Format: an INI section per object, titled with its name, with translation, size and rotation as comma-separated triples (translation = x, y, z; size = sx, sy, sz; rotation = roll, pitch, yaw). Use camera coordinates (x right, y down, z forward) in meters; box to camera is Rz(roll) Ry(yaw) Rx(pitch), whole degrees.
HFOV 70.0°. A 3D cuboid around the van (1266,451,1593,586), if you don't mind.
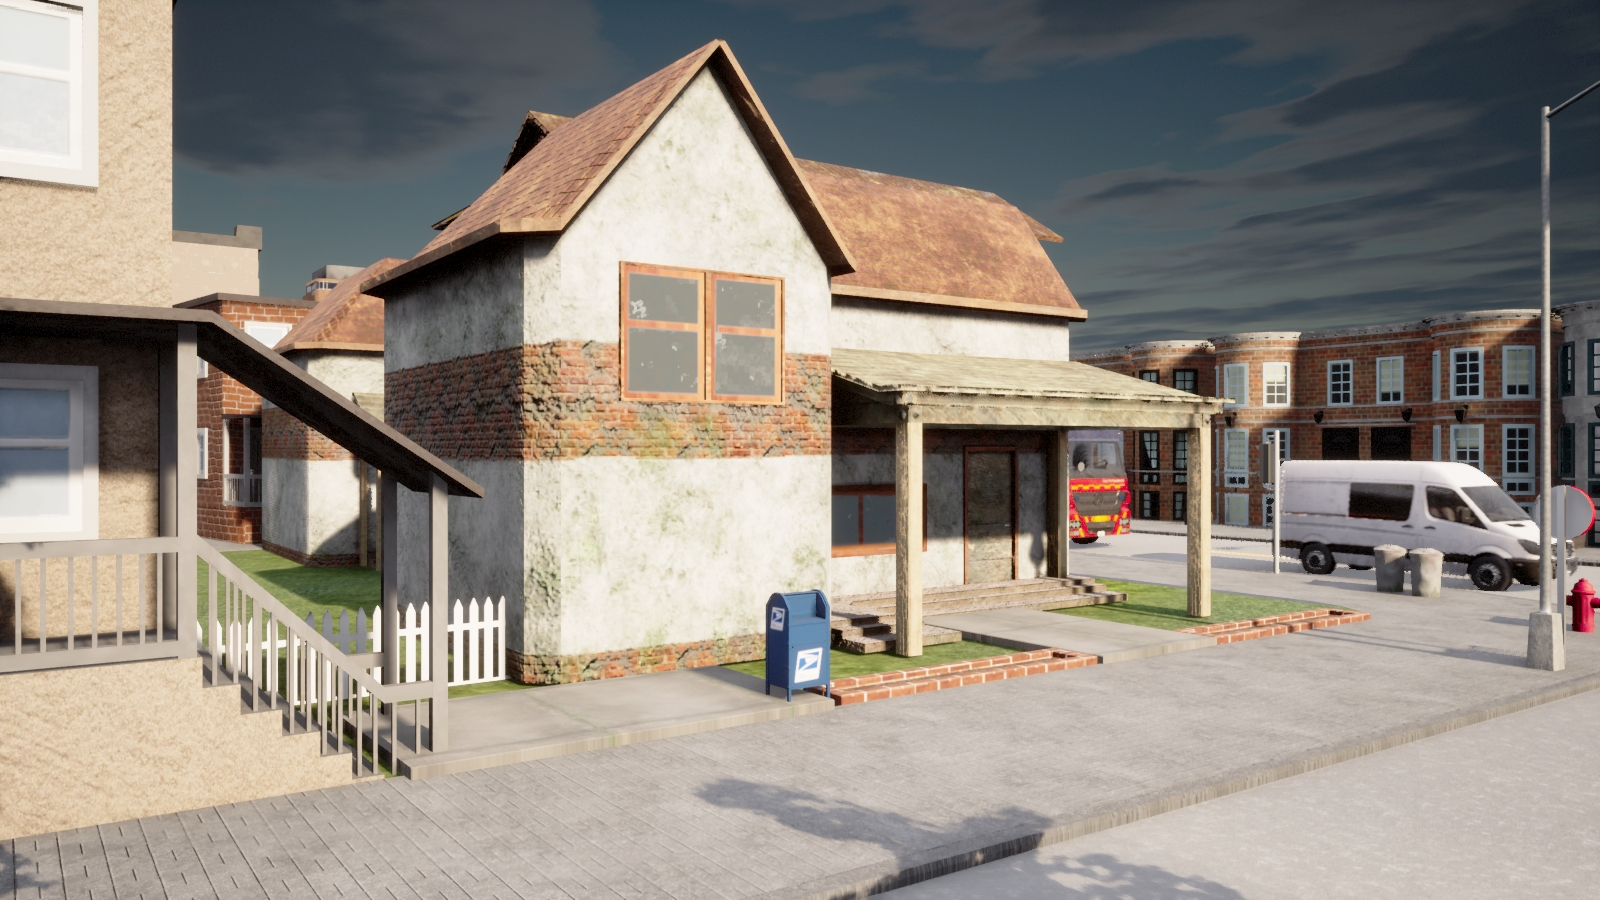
[van]
translation = 13.308, 1.304, 24.645
size = 1.988, 2.561, 5.915
rotation = 0, 0, -34
